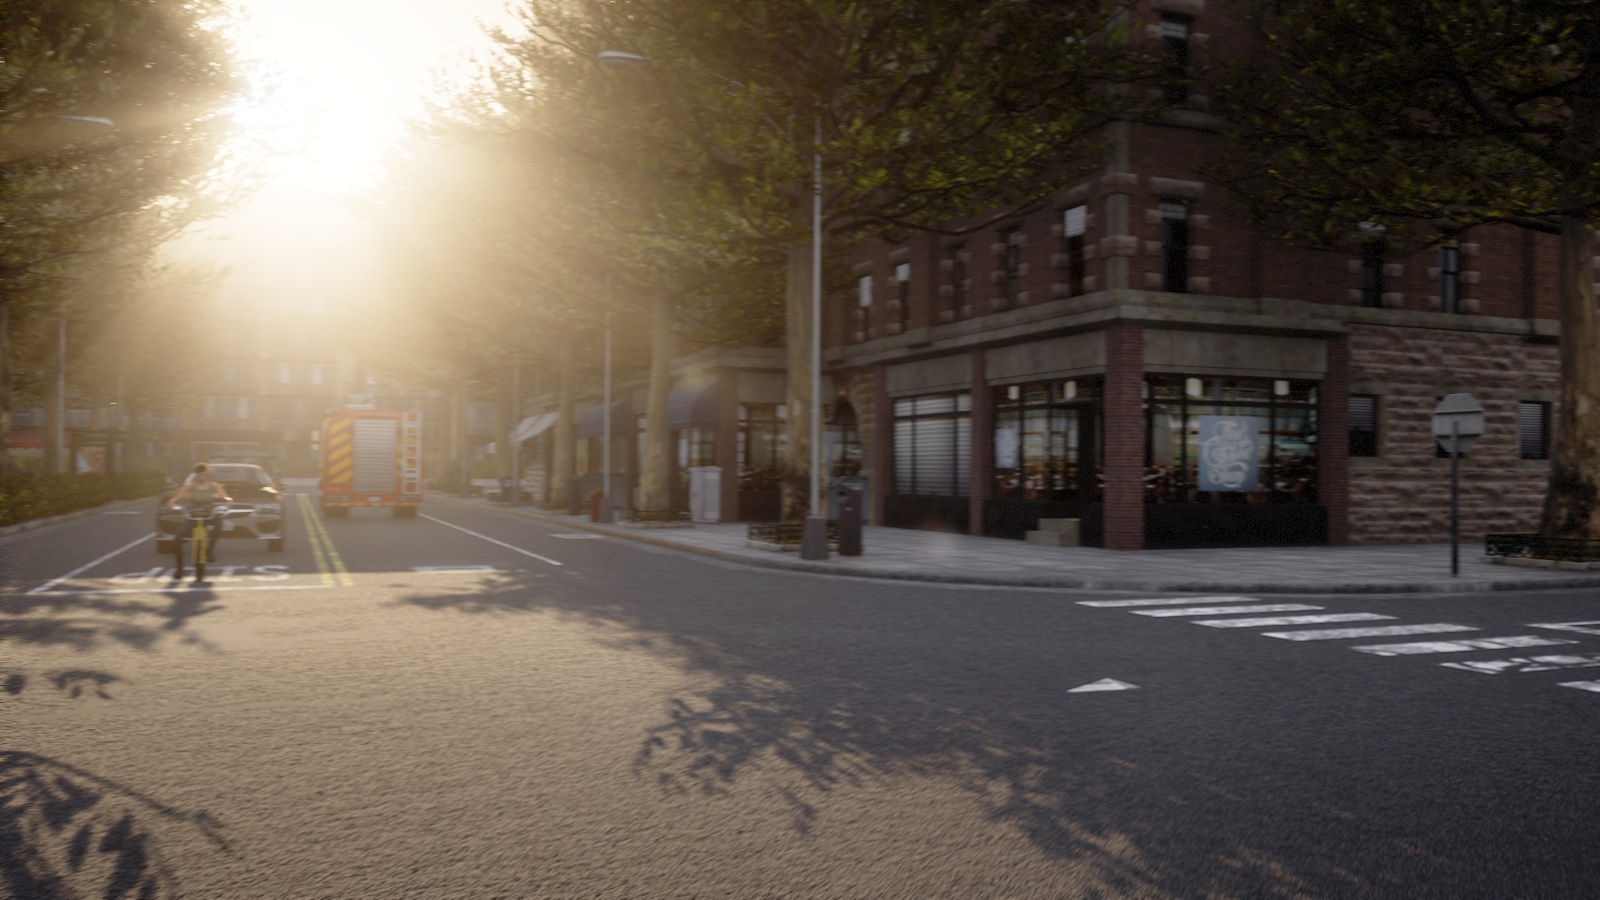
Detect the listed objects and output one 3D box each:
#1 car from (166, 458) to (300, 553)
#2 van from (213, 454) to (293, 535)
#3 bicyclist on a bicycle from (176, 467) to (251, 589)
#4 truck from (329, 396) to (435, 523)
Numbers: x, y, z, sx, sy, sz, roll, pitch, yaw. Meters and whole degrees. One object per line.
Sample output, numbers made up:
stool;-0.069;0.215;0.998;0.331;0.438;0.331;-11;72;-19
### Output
car;-11.011;1.014;24.700;2.152;1.651;5.027;0;-1;-22
van;-14.430;1.134;33.299;1.775;1.987;4.442;0;-1;-22
bicyclist on a bicycle;-8.182;1.051;17.574;0.866;1.612;1.509;0;-1;-22
truck;-14.227;0.369;42.273;2.891;3.827;8.468;0;-1;-22
